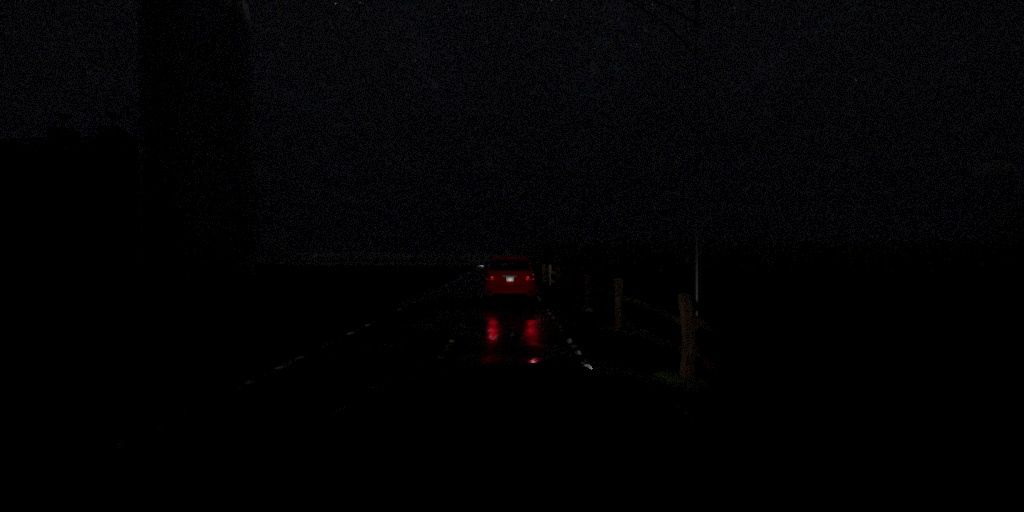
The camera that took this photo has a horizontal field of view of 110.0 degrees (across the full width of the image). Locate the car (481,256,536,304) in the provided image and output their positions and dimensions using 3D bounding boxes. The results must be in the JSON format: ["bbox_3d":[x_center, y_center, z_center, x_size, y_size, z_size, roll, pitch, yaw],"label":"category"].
[{"bbox_3d":[-0.113,1.004,16.584,2.150,2.045,5.566,0,0,-1],"label":"car"}]
